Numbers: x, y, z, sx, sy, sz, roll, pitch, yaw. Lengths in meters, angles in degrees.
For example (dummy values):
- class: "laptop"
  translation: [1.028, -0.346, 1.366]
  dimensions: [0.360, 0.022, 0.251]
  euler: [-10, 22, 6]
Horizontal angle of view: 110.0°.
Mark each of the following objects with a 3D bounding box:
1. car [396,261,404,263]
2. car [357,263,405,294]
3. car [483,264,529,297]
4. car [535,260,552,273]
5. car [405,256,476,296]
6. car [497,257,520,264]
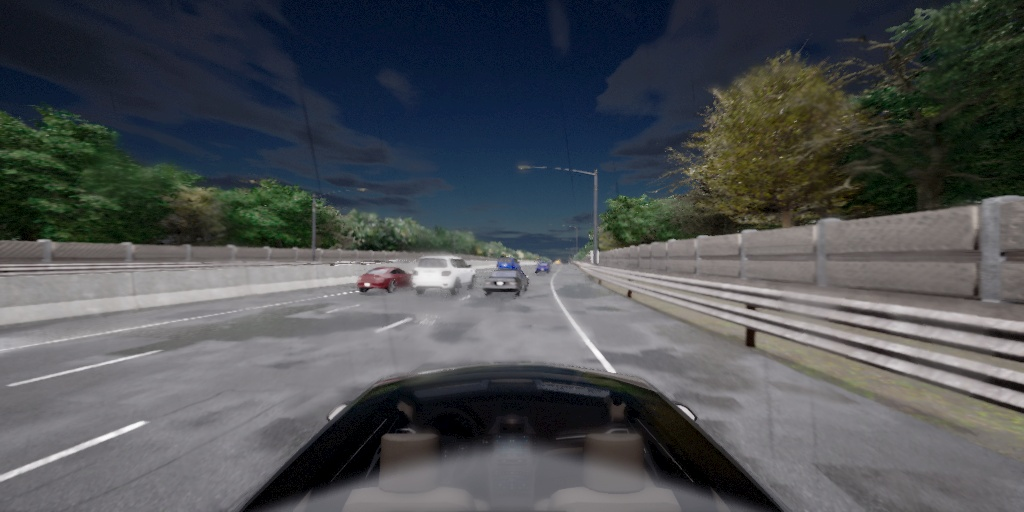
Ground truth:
- class: "car"
  translation: [-18.681, 1.490, 60.573]
  dimensions: [2.033, 1.411, 5.357]
  euler: [0, 0, 9]
- class: "car"
  translation: [-7.114, 1.327, 20.753]
  dimensions: [1.812, 1.442, 4.674]
  euler: [0, 0, 9]
- class: "car"
  translation: [-0.197, 1.382, 19.687]
  dimensions: [2.033, 1.411, 5.357]
  euler: [0, 0, 9]
- class: "car"
  translation: [4.265, 1.555, 48.557]
  dimensions: [1.812, 1.442, 4.674]
  euler: [0, 0, 9]
- class: "car"
  translation: [-3.651, 1.034, 20.228]
  dimensions: [2.150, 2.045, 5.566]
  euler: [0, 0, 9]
- class: "car"
  translation: [-0.412, 1.180, 41.202]
  dimensions: [2.150, 2.045, 5.566]
  euler: [0, 0, 9]
